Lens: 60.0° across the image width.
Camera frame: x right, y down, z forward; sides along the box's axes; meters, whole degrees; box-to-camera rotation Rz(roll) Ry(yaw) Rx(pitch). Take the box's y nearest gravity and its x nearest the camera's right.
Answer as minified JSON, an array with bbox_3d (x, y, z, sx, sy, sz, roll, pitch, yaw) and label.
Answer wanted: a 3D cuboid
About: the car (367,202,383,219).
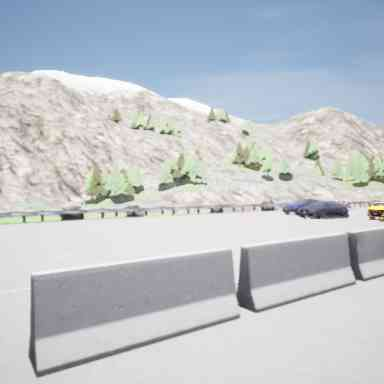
[{"bbox_3d":[15.304,1.275,24.806,5.008,1.535,1.882,0,0,-26],"label":"car"}]

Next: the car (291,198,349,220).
[{"bbox_3d":[10.341,1.370,26.225,4.181,1.385,1.994,0,0,-27],"label":"car"}]

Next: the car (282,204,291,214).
[{"bbox_3d":[10.373,1.309,30.158,4.674,1.442,1.812,0,0,-26],"label":"car"}]
